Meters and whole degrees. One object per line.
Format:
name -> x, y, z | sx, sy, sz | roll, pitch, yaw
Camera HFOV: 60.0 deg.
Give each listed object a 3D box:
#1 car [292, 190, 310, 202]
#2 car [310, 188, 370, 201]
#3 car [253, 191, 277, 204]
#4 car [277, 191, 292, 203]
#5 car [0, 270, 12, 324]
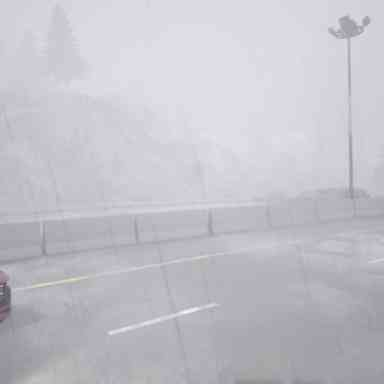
car -> 12.068, 0.405, 30.837 | 4.553, 1.767, 2.097 | -2, 1, -25
car -> 12.285, 0.476, 27.067 | 4.553, 1.767, 2.097 | -2, 1, -25
car -> 8.882, 0.575, 37.071 | 4.181, 1.385, 1.994 | -2, 1, -25
car -> 11.572, 0.518, 34.467 | 4.674, 1.442, 1.812 | -2, 1, -25
car -> -5.155, 1.531, 4.248 | 5.008, 1.535, 1.882 | -2, 1, -36
